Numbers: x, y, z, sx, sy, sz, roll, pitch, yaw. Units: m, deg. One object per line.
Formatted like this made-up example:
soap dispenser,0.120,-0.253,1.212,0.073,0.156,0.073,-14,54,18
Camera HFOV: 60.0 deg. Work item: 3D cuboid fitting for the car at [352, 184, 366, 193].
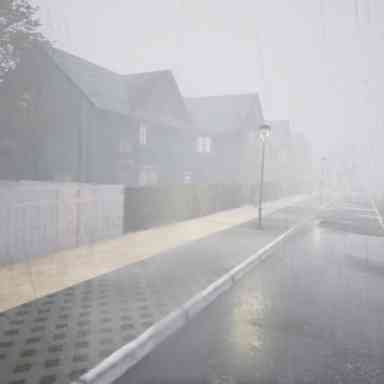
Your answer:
car,28.792,-0.592,57.290,1.812,1.442,4.674,4,4,27
